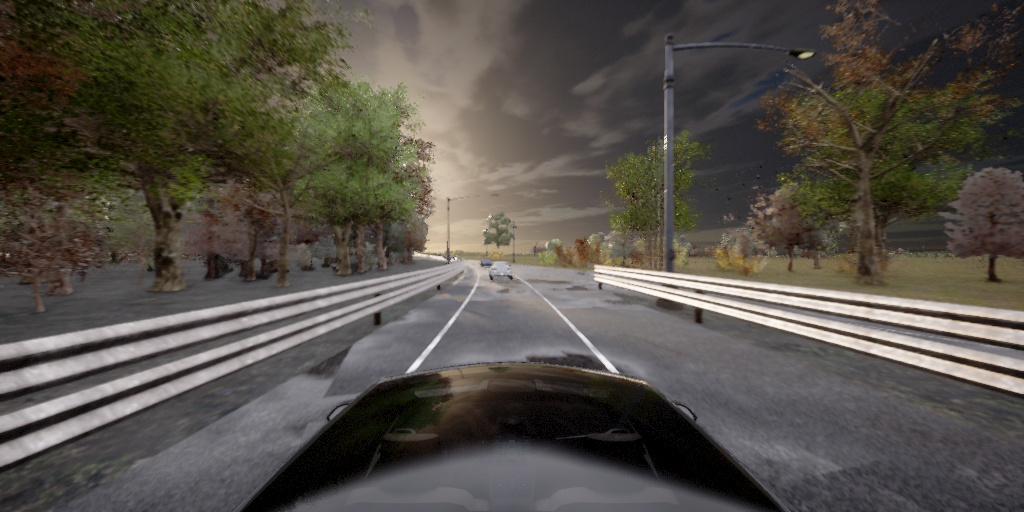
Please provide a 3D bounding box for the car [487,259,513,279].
[{"bbox_3d":[-1.014,1.208,31.068,1.812,1.442,4.674,0,0,-5],"label":"car"}]

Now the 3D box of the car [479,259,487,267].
[{"bbox_3d":[-4.447,1.136,60.915,2.033,1.411,5.357,0,0,-10],"label":"car"}]
